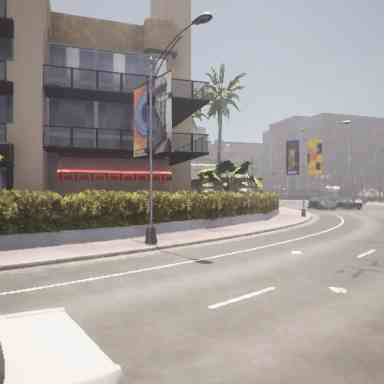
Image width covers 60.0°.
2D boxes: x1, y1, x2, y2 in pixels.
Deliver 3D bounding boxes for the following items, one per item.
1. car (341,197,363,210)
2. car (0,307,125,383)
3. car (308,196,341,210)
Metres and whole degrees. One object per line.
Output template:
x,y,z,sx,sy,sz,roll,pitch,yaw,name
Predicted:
20.061,1.600,43.097,1.895,1.301,4.718,0,0,-4,car
-2.940,1.601,2.020,4.718,1.301,1.895,0,0,-36,car
16.560,1.350,42.407,2.097,1.767,4.553,0,0,-3,car
